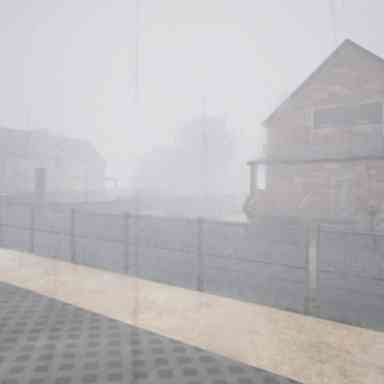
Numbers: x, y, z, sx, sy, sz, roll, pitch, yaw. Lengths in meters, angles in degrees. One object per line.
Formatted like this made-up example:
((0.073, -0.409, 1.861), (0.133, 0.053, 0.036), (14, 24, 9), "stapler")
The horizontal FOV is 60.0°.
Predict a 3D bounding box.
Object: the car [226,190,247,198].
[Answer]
((6.255, 0.354, 46.225), (1.994, 1.385, 4.181), (2, 2, 36), "car")

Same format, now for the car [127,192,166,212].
((-2.907, 0.917, 28.488), (1.895, 1.301, 4.718), (2, 2, 36), "car")

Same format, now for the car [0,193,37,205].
((-12.019, 0.878, 20.660), (2.097, 1.767, 4.553), (2, 2, 34), "car")

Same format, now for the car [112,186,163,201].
((-4.807, 0.454, 30.840), (2.150, 2.045, 5.566), (2, 2, 36), "car")
